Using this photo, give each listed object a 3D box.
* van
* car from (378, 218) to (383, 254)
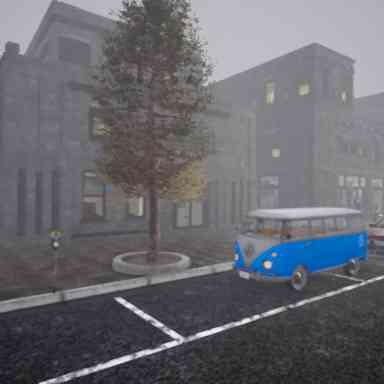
[{"bbox_3d":[2.881,1.314,8.598,3.998,1.788,1.690,0,1,-35],"label":"van"},{"bbox_3d":[7.474,1.533,11.881,4.206,1.307,1.802,0,1,-35],"label":"car"}]
